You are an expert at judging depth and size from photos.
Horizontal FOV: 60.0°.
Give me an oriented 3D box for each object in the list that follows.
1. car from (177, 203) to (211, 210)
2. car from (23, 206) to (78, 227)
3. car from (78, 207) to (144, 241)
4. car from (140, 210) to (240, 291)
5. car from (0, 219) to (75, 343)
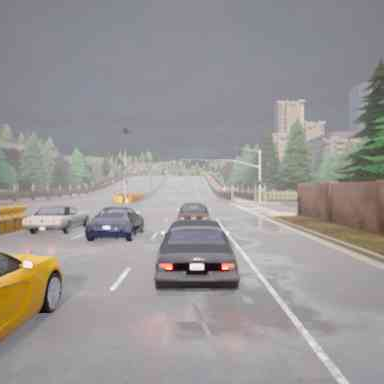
[{"bbox_3d":[0.105,1.307,18.888,2.033,1.411,5.357,0,1,1],"label":"car"},{"bbox_3d":[-6.916,1.376,17.598,1.895,1.301,4.718,0,1,0],"label":"car"},{"bbox_3d":[-3.420,1.368,15.369,1.994,1.385,4.181,0,1,0],"label":"car"},{"bbox_3d":[0.092,1.434,8.822,2.033,1.411,5.357,0,1,0],"label":"car"},{"bbox_3d":[-3.403,1.421,4.348,1.882,1.535,5.008,0,1,0],"label":"car"}]
